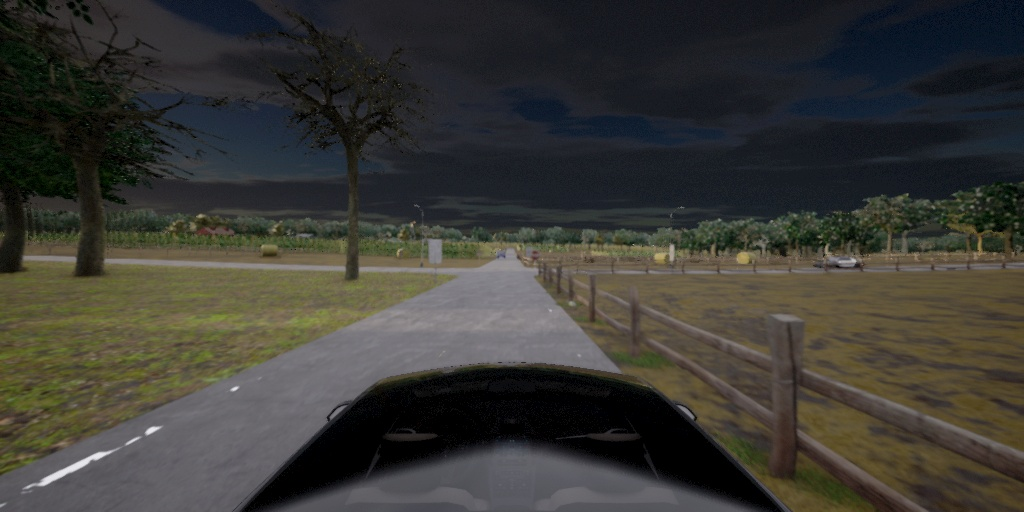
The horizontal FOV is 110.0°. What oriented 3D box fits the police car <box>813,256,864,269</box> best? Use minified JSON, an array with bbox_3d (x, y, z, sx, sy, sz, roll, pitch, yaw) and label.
[{"bbox_3d":[39.086,0.784,43.140,4.974,1.542,2.038,-1,2,0],"label":"police car"}]
